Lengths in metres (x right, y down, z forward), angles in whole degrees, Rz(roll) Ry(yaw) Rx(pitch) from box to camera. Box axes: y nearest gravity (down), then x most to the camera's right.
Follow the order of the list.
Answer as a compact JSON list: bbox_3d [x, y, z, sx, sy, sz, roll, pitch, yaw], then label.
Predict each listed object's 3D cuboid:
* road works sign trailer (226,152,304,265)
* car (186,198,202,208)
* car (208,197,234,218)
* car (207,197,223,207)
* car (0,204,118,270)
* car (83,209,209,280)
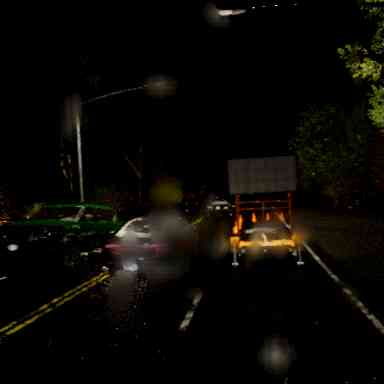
[{"bbox_3d":[2.523,0.461,11.776,2.380,3.560,2.880,-3,0,11],"label":"road works sign trailer"},{"bbox_3d":[0.404,1.668,53.060,1.882,1.535,5.008,-3,0,11],"label":"car"},{"bbox_3d":[2.524,1.472,28.504,2.033,1.411,5.357,-2,-4,11],"label":"car"},{"bbox_3d":[3.738,1.570,53.170,1.994,1.385,4.181,-3,0,11],"label":"car"},{"bbox_3d":[-4.213,1.419,11.508,2.150,2.045,5.566,-2,-7,11],"label":"car"},{"bbox_3d":[-0.948,1.461,9.882,2.128,1.511,4.902,-1,0,10],"label":"car"}]
